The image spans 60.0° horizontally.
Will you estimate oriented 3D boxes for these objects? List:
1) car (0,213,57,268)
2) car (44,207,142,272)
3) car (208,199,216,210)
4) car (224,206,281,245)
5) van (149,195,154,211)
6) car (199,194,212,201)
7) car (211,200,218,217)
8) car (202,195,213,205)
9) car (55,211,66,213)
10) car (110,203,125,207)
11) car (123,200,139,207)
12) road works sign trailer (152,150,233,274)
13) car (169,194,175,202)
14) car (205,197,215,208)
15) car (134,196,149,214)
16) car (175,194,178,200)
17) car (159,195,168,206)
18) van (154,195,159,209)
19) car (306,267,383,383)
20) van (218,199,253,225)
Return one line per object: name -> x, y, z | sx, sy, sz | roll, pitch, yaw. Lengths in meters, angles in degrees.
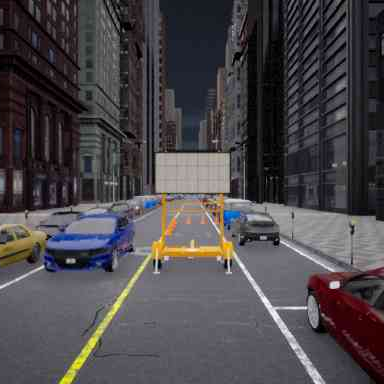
car -> -5.745, 1.527, 9.365 | 1.752, 1.417, 4.829 | 0, 0, 0
car -> -3.079, 1.479, 10.960 | 1.882, 1.535, 5.008 | 0, 0, 0
car -> 2.826, 1.596, 32.081 | 1.802, 1.307, 4.206 | 0, 0, 0
car -> 2.791, 1.554, 15.172 | 2.008, 1.369, 4.403 | 0, 0, 0
van -> -5.688, 1.360, 37.719 | 1.690, 1.788, 3.998 | 0, 0, 0
car -> 2.882, 1.360, 60.261 | 2.192, 1.841, 5.009 | 0, 0, 0
car -> 2.814, 1.560, 26.444 | 2.008, 1.369, 4.403 | 0, 0, 0
car -> 2.860, 1.576, 48.989 | 1.887, 1.381, 4.507 | 0, 0, 0
car -> -5.734, 1.569, 15.172 | 1.947, 1.339, 4.313 | 0, 0, 0
car -> -5.722, 1.588, 20.809 | 1.802, 1.307, 4.206 | 0, 0, 0
car -> -5.711, 1.575, 26.445 | 1.947, 1.339, 4.313 | 0, 0, 0
road works sign trailer -> 0.021, 0.466, 10.562 | 2.380, 3.560, 2.880 | 0, 0, 0
car -> -5.608, 1.616, 77.174 | 1.887, 1.381, 4.507 | 0, 0, 0
car -> 2.837, 1.570, 37.717 | 2.008, 1.369, 4.403 | 0, 0, 0
car -> -5.700, 1.454, 32.082 | 1.967, 1.590, 4.097 | 0, 0, 0
car -> -5.585, 1.658, 88.447 | 1.947, 1.339, 4.313 | 0, 0, 0
car -> -5.654, 1.352, 54.628 | 2.192, 1.841, 5.009 | 0, 0, 0
van -> -5.677, 1.366, 43.355 | 1.690, 1.788, 3.998 | 0, 0, 0
car -> 2.769, 1.545, 3.899 | 1.887, 1.381, 4.507 | 0, 0, 0
van -> 2.802, 1.347, 20.808 | 1.690, 1.788, 3.998 | 0, 0, 0
